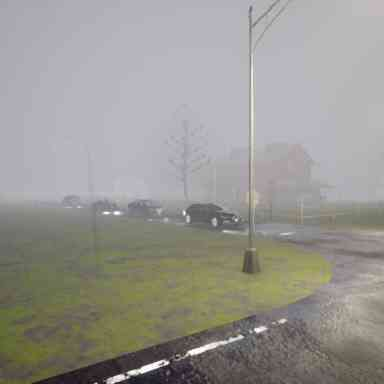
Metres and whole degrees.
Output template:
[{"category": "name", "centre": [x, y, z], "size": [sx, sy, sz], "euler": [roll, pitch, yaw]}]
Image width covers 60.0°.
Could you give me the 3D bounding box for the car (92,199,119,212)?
[{"category": "car", "centre": [-9.907, 1.462, 37.882], "size": [1.994, 1.385, 4.181], "euler": [0, 0, -36]}]

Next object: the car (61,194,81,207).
[{"category": "car", "centre": [-18.294, 1.391, 49.932], "size": [1.812, 1.442, 4.674], "euler": [0, 0, -35]}]

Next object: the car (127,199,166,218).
[{"category": "car", "centre": [-4.123, 1.415, 29.678], "size": [2.128, 1.511, 4.902], "euler": [0, 0, -35]}]

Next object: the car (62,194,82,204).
[{"category": "car", "centre": [-21.475, 1.186, 59.390], "size": [2.097, 1.767, 4.553], "euler": [0, 0, -35]}]

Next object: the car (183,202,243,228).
[{"category": "car", "centre": [1.273, 1.454, 22.025], "size": [1.837, 1.490, 4.892], "euler": [0, 0, -35]}]
